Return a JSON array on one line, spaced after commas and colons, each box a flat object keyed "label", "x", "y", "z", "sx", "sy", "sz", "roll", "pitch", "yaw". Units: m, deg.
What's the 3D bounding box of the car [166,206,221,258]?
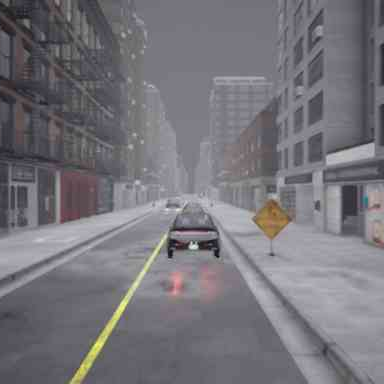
[{"label": "car", "x": 0.063, "y": 1.531, "z": 12.962, "sx": 2.128, "sy": 1.511, "sz": 4.902, "roll": 0, "pitch": 0, "yaw": 0}]

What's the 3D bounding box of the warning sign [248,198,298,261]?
[{"label": "warning sign", "x": 2.517, "y": 1.147, "z": 10.528, "sx": 1.300, "sy": 1.860, "sz": 1.060, "roll": 0, "pitch": 0, "yaw": 0}]

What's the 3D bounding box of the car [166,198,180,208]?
[{"label": "car", "x": -2.857, "y": 1.633, "z": 49.739, "sx": 1.882, "sy": 1.535, "sz": 5.008, "roll": 0, "pitch": 0, "yaw": 0}]

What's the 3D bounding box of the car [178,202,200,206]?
[{"label": "car", "x": 0.058, "y": 1.653, "z": 28.580, "sx": 1.994, "sy": 1.385, "sz": 4.181, "roll": 0, "pitch": 0, "yaw": 0}]
